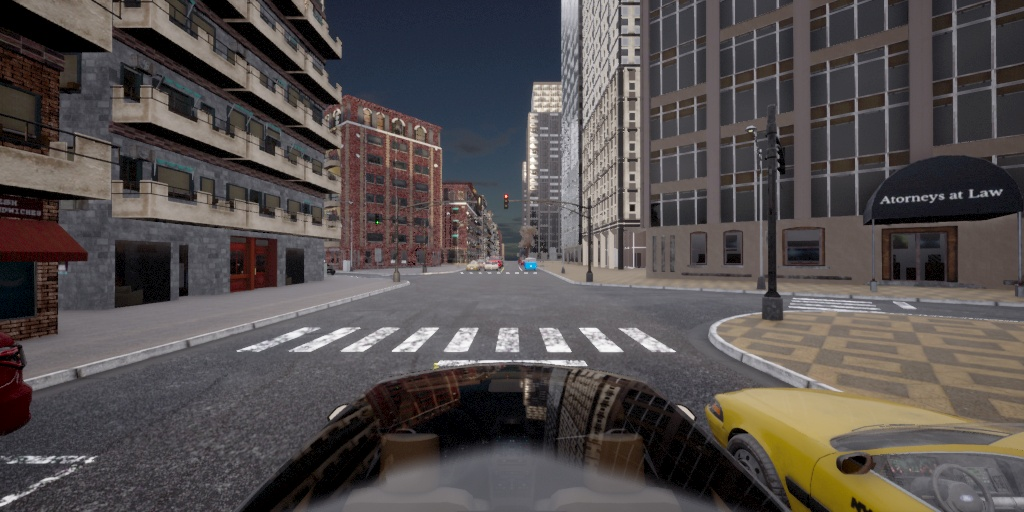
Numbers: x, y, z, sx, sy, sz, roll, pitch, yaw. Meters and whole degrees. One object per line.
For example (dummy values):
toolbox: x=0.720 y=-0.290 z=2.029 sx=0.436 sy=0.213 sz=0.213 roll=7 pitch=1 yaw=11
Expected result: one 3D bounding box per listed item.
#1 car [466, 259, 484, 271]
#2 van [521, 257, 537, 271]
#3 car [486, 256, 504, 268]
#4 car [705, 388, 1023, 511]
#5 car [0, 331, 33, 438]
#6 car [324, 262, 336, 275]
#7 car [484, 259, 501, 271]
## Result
car: x=-5.331 y=1.321 z=49.921 sx=1.751 sy=1.417 sz=4.829 roll=0 pitch=0 yaw=0
van: x=2.549 y=1.136 z=50.094 sx=1.690 sy=1.789 sz=3.998 roll=0 pitch=0 yaw=0
car: x=-2.851 y=1.038 z=59.713 sx=2.150 sy=2.045 sz=5.566 roll=0 pitch=0 yaw=0
car: x=2.566 y=1.275 z=1.271 sx=1.751 sy=1.417 sz=4.829 roll=0 pitch=0 yaw=0
car: x=-5.314 y=1.065 z=1.092 sx=2.192 sy=1.841 sz=5.009 roll=0 pitch=0 yaw=0
car: x=-22.364 y=1.456 z=41.791 sx=4.892 sy=1.490 sz=1.837 roll=-1 pitch=-1 yaw=41
car: x=-2.865 y=1.396 z=50.205 sx=1.895 sy=1.301 sz=4.718 roll=0 pitch=0 yaw=-2
